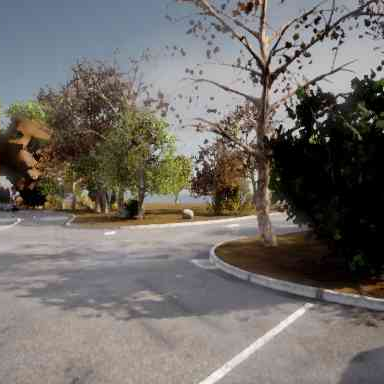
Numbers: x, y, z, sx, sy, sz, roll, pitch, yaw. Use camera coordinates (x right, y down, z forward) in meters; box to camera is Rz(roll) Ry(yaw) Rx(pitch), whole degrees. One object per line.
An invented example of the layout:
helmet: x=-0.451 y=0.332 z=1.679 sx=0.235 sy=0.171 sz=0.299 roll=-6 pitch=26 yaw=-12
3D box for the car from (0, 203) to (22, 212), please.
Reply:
car: x=-27.864 y=2.304 z=50.271 sx=5.357 sy=1.411 sz=2.033 roll=-1 pitch=-1 yaw=33
